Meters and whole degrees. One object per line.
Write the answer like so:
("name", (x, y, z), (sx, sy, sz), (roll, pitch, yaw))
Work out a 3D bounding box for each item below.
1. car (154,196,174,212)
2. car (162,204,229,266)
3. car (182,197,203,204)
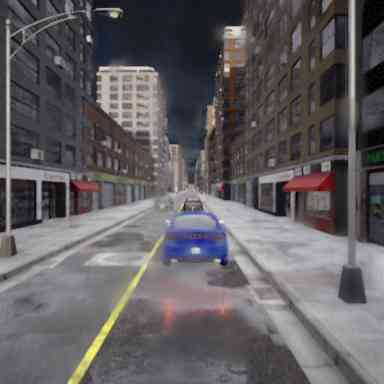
("car", (-2.851, 1.185, 34.470), (2.128, 1.511, 4.902), (0, 0, 0))
("car", (0.098, 1.375, 11.221), (1.882, 1.535, 5.008), (0, 0, 0))
("car", (0.095, 1.202, 32.350), (2.128, 1.511, 4.902), (0, 0, 0))
